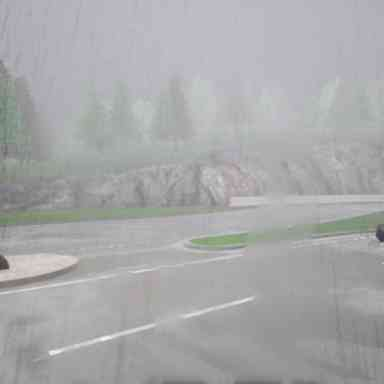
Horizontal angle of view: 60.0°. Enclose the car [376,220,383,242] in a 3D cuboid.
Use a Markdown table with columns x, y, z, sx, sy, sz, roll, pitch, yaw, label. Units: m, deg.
| x | y | z | sx | sy | sz | roll | pitch | yaw | label |
| --- | --- | --- | --- | --- | --- | --- | --- | --- | --- |
| 9.853 | 1.442 | 14.188 | 4.181 | 1.385 | 1.994 | 0 | 0 | -28 | car |
